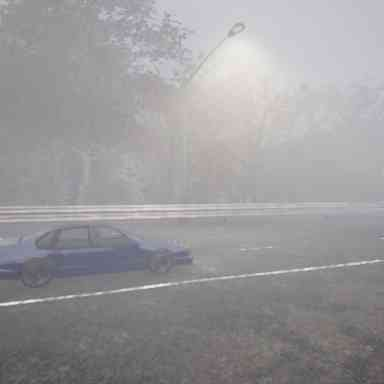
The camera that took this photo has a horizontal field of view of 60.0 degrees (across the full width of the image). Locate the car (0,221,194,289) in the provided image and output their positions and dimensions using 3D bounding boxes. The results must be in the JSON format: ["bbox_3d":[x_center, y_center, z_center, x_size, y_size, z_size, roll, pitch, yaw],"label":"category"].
[{"bbox_3d":[-2.686,1.518,8.948,5.357,1.411,2.033,0,0,-24],"label":"car"}]
